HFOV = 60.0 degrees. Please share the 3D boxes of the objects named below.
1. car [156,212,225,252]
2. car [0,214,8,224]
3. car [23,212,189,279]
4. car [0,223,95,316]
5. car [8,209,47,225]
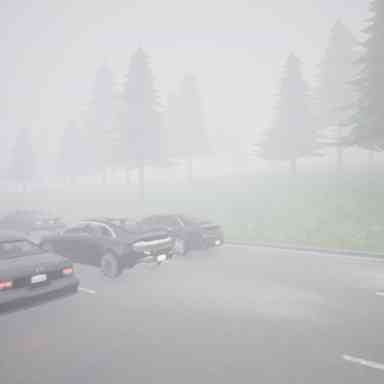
[{"bbox_3d":[-1.054,1.563,13.316,4.892,1.490,1.837,0,0,35],"label":"car"},{"bbox_3d":[-11.732,1.676,16.599,5.357,1.411,2.033,0,0,34],"label":"car"},{"bbox_3d":[-2.785,1.547,10.250,4.902,1.511,2.128,0,0,35],"label":"car"},{"bbox_3d":[-4.768,1.602,7.368,5.357,1.411,2.033,0,0,35],"label":"car"},{"bbox_3d":[-9.594,1.675,19.361,5.357,1.411,2.033,0,0,36],"label":"car"}]
